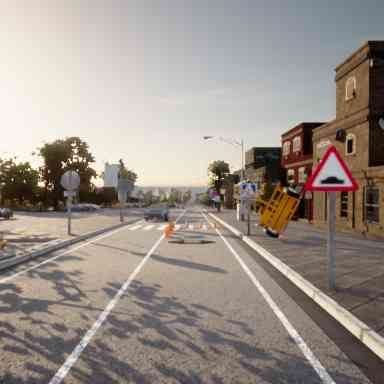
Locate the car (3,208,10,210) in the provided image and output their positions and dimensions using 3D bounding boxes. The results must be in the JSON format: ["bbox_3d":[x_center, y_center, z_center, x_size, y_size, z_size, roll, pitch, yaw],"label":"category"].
[{"bbox_3d":[-21.939,2.046,36.108,4.553,1.767,2.185,0,-2,0],"label":"car"}]

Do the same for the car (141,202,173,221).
[{"bbox_3d":[-3.296,1.917,32.129,2.097,1.767,4.553,0,-3,0],"label":"car"}]

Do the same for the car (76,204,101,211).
[{"bbox_3d":[-21.756,3.270,70.120,4.674,1.452,2.002,0,-2,0],"label":"car"}]

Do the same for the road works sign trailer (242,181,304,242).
[{"bbox_3d":[4.244,0.581,16.464,2.880,2.380,3.560,33,17,31],"label":"road works sign trailer"}]

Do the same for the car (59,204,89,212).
[{"bbox_3d":[-21.798,2.968,60.426,4.674,1.452,2.002,0,-2,0],"label":"car"}]

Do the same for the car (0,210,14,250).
[{"bbox_3d":[-9.365,1.558,11.553,5.366,1.575,1.946,0,-1,0],"label":"car"}]

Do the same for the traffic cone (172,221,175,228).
[{"bbox_3d":[-1.360,2.198,19.807,0.340,0.580,0.340,0,-1,0],"label":"traffic cone"}]

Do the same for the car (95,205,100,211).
[{"bbox_3d":[-21.778,3.132,66.974,5.008,1.535,2.097,0,-2,0],"label":"car"}]

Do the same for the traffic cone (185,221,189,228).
[{"bbox_3d":[-0.354,2.305,23.806,0.340,0.580,0.340,0,-2,0],"label":"traffic cone"}]

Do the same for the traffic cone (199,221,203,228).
[{"bbox_3d":[0.645,2.305,23.804,0.340,0.580,0.340,0,-2,0],"label":"traffic cone"}]

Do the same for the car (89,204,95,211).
[{"bbox_3d":[-21.781,3.031,63.702,4.892,1.521,2.231,0,-2,0],"label":"car"}]

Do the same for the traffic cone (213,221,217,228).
[{"bbox_3d":[1.644,2.305,23.803,0.340,0.580,0.340,0,-2,0],"label":"traffic cone"}]

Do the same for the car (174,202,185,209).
[{"bbox_3d":[-2.983,3.895,90.369,2.128,1.511,4.902,0,-2,0],"label":"car"}]

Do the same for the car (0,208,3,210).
[{"bbox_3d":[-21.881,2.115,32.934,4.674,1.452,2.002,0,-2,0],"label":"car"}]
